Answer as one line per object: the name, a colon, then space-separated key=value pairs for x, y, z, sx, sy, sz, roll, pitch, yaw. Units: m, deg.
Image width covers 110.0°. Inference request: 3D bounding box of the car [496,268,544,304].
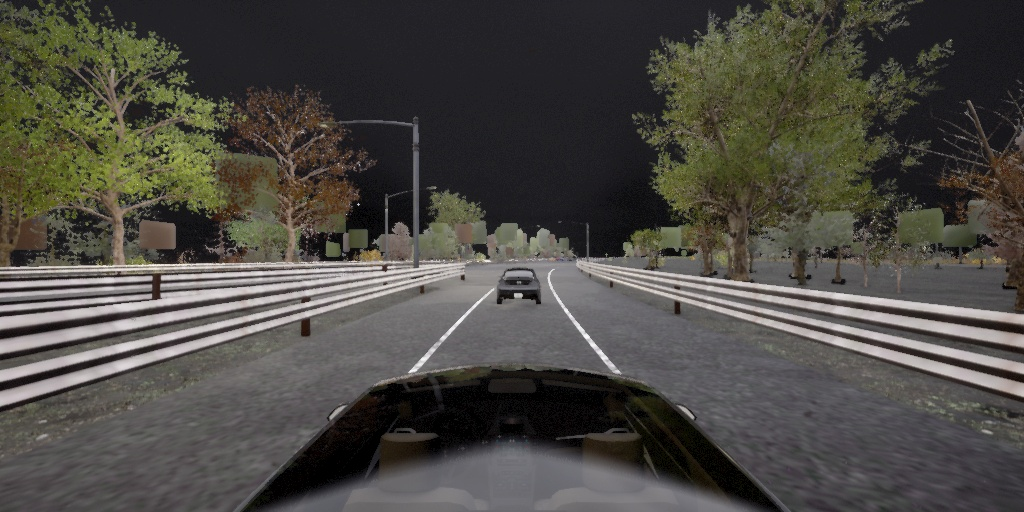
car: x=0.353 y=1.261 z=16.158 sx=1.837 sy=1.490 sz=4.892 roll=0 pitch=0 yaw=3
